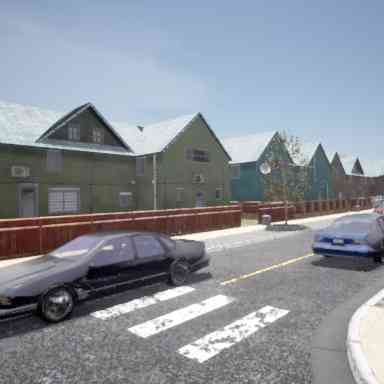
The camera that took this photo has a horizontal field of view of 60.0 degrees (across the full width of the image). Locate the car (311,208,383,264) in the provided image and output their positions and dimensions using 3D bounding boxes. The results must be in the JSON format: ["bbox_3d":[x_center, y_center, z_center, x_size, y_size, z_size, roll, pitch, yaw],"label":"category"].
[{"bbox_3d":[6.060,1.484,11.620,2.033,1.411,5.357,-2,-1,44],"label":"car"}]

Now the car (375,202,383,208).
[{"bbox_3d":[15.188,1.448,25.330,1.812,1.442,4.674,-2,-1,44],"label":"car"}]

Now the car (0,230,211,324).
[{"bbox_3d":[-1.855,1.630,7.663,2.033,1.411,5.357,-2,-1,44],"label":"car"}]
